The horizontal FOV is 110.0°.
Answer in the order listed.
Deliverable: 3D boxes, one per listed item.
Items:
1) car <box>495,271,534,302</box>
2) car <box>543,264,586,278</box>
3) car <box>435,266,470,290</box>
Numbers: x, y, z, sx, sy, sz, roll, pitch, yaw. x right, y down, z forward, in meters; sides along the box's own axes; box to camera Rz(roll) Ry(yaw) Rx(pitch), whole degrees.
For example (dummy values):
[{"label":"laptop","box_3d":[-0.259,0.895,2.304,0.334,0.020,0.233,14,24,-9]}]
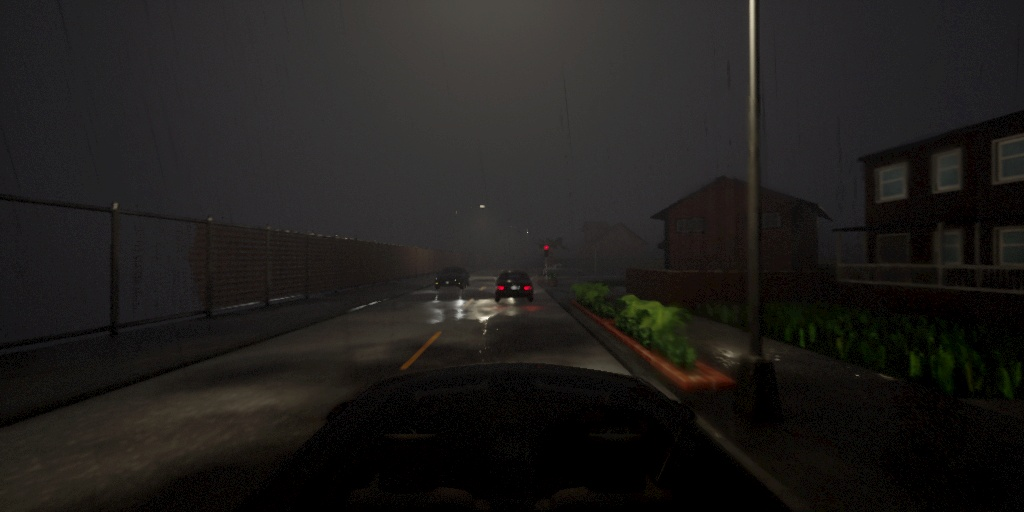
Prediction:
[{"label":"car","box_3d":[0.093,1.444,18.081,2.033,1.411,5.357,0,-1,0]},{"label":"car","box_3d":[5.728,1.609,38.879,4.674,1.442,1.812,0,-2,-13]},{"label":"car","box_3d":[-4.028,1.464,24.807,1.837,1.490,4.892,0,-1,0]}]
